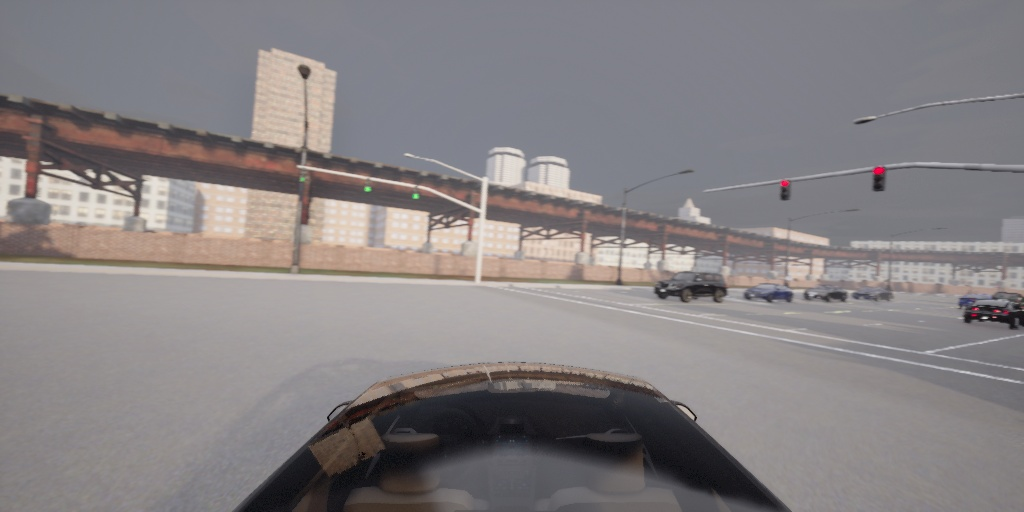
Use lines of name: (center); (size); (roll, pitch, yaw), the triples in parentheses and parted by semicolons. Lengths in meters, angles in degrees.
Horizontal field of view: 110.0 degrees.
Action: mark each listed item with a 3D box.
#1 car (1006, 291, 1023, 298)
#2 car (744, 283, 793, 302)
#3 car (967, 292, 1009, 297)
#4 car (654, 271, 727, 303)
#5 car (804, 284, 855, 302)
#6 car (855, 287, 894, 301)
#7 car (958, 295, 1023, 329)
car: (51.689, 4.558, 37.237); (4.553, 1.767, 2.097); (3, 0, -27)
car: (21.050, 2.963, 29.324); (4.674, 1.442, 1.812); (4, 0, -27)
car: (42.472, 4.157, 32.453); (5.008, 1.535, 1.882); (3, 0, -27)
car: (12.433, 2.080, 24.822); (5.566, 2.045, 2.150); (4, -1, -26)
car: (29.465, 3.452, 33.686); (4.902, 1.511, 2.128); (3, 0, -27)
car: (38.763, 4.048, 38.469); (5.357, 1.411, 2.033); (3, 0, -27)
car: (28.791, 3.353, 21.291); (4.892, 1.490, 1.837); (4, 0, -27)
